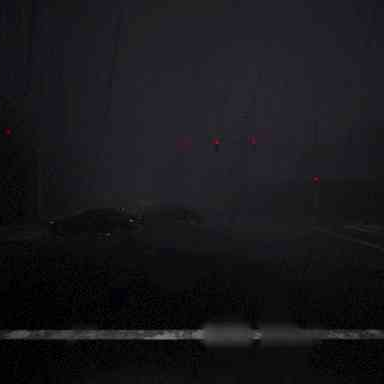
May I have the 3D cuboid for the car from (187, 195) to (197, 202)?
[{"bbox_3d":[0.021,1.413,73.882,1.994,1.385,4.181,0,0,0],"label":"car"}]

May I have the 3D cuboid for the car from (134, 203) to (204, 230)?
[{"bbox_3d":[-1.356,1.595,20.956,4.181,1.385,1.994,0,0,0],"label":"car"}]

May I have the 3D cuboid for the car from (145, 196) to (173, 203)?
[{"bbox_3d":[-3.578,1.352,36.992,2.097,1.767,4.553,0,0,0],"label":"car"}]

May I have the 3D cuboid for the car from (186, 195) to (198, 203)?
[{"bbox_3d":[0.018,1.505,63.773,1.837,1.490,4.892,0,0,0],"label":"car"}]

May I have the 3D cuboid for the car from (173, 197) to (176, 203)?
[{"bbox_3d":[-3.581,1.564,45.562,1.994,1.385,4.181,0,0,0],"label":"car"}]

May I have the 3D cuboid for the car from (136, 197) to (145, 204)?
[{"bbox_3d":[-7.082,1.478,42.191,1.882,1.535,5.008,0,0,0],"label":"car"}]

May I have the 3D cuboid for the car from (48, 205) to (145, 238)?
[{"bbox_3d":[-5.076,1.556,17.439,4.674,1.442,1.812,0,0,0],"label":"car"}]

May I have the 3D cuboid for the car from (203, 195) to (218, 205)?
[{"bbox_3d":[3.616,1.547,59.349,2.033,1.411,5.357,0,0,0],"label":"car"}]

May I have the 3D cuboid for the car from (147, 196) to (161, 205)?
[{"bbox_3d":[-7.046,1.491,62.085,2.128,1.511,4.902,0,0,0],"label":"car"}]

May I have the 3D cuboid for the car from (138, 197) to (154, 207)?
[{"bbox_3d":[-7.076,1.505,51.677,1.837,1.490,4.892,0,0,0],"label":"car"}]

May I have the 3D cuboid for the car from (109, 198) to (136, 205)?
[{"bbox_3d":[-7.085,1.526,32.897,1.812,1.442,4.674,0,0,0],"label":"car"}]
